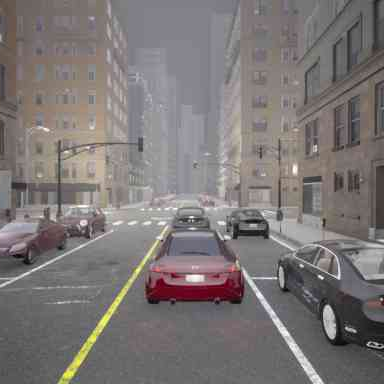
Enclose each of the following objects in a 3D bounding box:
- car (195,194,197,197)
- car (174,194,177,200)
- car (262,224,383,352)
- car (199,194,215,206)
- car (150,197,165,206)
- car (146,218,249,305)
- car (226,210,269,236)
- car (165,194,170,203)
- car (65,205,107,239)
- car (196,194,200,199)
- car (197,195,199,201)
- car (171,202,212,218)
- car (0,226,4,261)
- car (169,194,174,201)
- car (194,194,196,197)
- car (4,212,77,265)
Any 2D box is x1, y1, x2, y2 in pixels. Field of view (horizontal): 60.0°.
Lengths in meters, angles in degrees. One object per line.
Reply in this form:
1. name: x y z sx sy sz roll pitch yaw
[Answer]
1. car: 2.517 1.559 86.704 1.967 1.590 4.097 0 0 0
2. car: -6.025 1.456 92.081 2.192 1.841 5.009 0 0 0
3. car: 2.828 1.550 6.158 2.008 1.369 4.403 0 0 0
4. car: 2.621 1.475 54.250 1.967 1.590 4.097 0 0 0
5. car: -5.903 1.617 54.221 1.802 1.307 4.206 0 0 0
6. car: 0.042 1.564 8.156 1.994 1.385 4.181 0 0 -1
7. car: 2.773 1.566 17.160 1.947 1.339 4.313 0 0 0
8. car: -5.937 1.606 65.037 2.008 1.369 4.403 0 0 0
9. car: -5.752 1.441 17.118 1.967 1.590 4.097 0 0 0
10. car: 2.552 1.523 75.886 1.967 1.590 4.097 0 0 0
11. car: 2.588 1.606 65.068 2.008 1.369 4.403 0 0 0
12. car: -0.046 1.505 17.069 1.837 1.490 4.892 0 0 0
13. car: -5.697 1.566 6.115 1.947 1.339 4.313 0 0 0
14. car: -5.989 1.625 81.093 1.752 1.417 4.829 0 0 0
15. car: 2.499 1.455 92.113 2.192 1.841 5.009 0 0 0
16. car: -5.725 1.582 11.617 1.802 1.307 4.206 0 0 0
